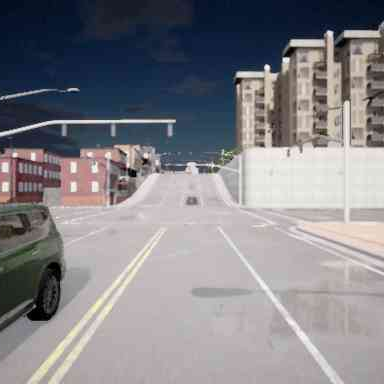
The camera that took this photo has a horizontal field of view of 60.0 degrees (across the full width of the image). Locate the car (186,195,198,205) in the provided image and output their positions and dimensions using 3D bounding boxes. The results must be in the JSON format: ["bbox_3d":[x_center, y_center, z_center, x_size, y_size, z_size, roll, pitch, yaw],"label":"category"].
[{"bbox_3d":[-0.010,1.258,55.127,2.128,1.511,4.902,0,4,0],"label":"car"}]

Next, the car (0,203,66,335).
[{"bbox_3d":[-3.570,1.224,4.416,2.150,2.045,5.566,0,0,0],"label":"car"}]
